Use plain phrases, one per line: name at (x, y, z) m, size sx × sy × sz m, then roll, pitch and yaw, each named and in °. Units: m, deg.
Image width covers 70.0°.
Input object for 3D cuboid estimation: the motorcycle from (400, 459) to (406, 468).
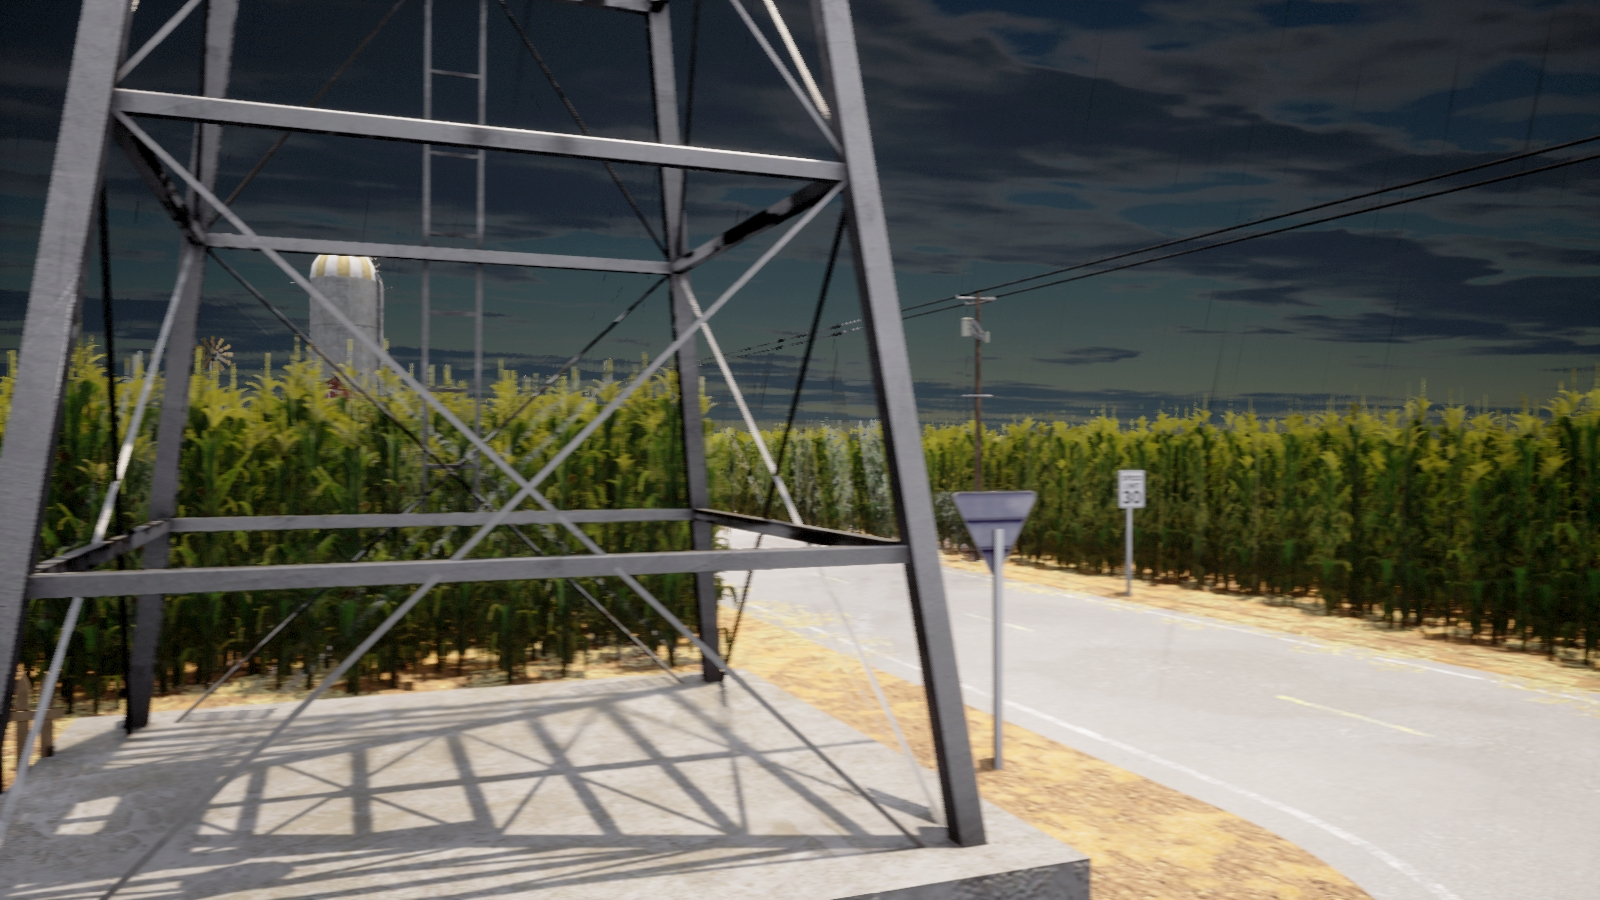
motorcycle at (-61.049, 2.098, 175.729) m, size 0.764 × 1.307 × 2.356 m, roll 0°, pitch 0°, yaw -22°
